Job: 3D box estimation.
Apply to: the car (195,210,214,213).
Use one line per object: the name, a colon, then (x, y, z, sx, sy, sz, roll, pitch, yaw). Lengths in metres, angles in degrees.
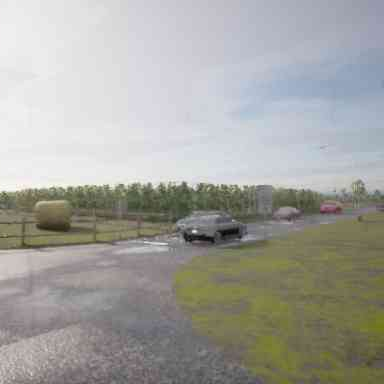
car: (0.897, 2.017, 22.434, 2.128, 1.511, 4.902, -2, -2, 36)

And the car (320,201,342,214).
car: (21.024, 2.385, 50.265, 2.150, 2.045, 5.566, -2, -2, 36)

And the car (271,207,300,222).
car: (9.937, 2.299, 35.001, 1.812, 1.442, 4.674, -2, -2, 36)

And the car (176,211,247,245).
car: (1.318, 1.955, 18.080, 1.994, 1.385, 4.181, -2, -2, 37)
